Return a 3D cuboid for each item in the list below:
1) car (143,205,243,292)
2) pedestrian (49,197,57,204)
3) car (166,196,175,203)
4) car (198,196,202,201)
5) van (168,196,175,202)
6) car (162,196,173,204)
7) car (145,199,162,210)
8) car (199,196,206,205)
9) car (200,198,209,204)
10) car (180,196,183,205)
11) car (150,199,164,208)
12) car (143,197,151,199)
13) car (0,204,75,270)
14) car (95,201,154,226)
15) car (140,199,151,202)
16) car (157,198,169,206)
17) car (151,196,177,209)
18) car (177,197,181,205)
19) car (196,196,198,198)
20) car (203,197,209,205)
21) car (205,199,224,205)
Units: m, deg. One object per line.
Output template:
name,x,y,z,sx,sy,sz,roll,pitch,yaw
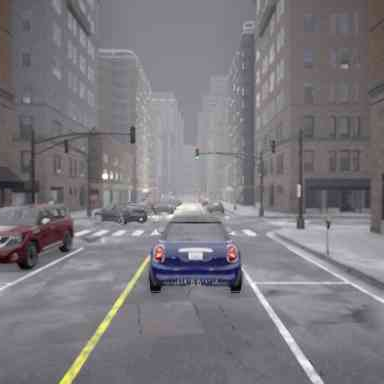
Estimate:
car,0.084,1.401,9.235,2.097,1.767,4.553,0,0,0
pedestrian,-12.555,1.314,29.971,0.375,1.860,0.375,0,1,0
car,-5.708,2.012,88.530,1.967,1.590,4.097,-1,0,0
car,2.825,1.850,66.293,1.967,1.590,4.097,-1,0,0
van,-5.710,1.952,94.096,1.690,1.788,3.998,-1,0,0
car,-5.706,1.806,77.401,2.192,1.841,5.009,-1,0,0
car,-5.694,1.838,49.575,1.887,1.381,4.507,-1,0,0
car,2.828,1.915,60.729,1.887,1.381,4.507,-1,0,0
car,2.822,2.042,77.419,2.008,1.369,4.403,-1,0,0
car,-3.080,1.891,56.840,2.033,1.411,5.357,0,0,0
car,-5.695,1.856,54.970,1.752,1.417,4.829,-1,0,0
car,-5.694,1.572,44.012,2.192,1.841,5.009,-1,0,0
car,-5.682,1.377,11.447,2.192,1.841,5.009,-1,0,0
car,-5.454,1.670,25.188,4.892,1.490,1.837,0,-2,41
car,-5.689,1.803,38.446,1.802,1.307,4.206,-1,0,0
car,-5.699,1.960,66.269,2.008,1.369,4.403,-1,0,0
car,-3.110,1.570,37.844,2.097,1.767,4.553,0,0,0
car,-3.108,1.768,46.975,2.128,1.511,4.902,0,0,0
car,2.818,1.847,82.984,2.192,1.841,5.009,-1,0,0
car,2.833,1.784,44.210,1.752,1.417,4.829,-1,0,0
car,2.836,1.804,38.476,1.802,1.307,4.206,-1,0,0
